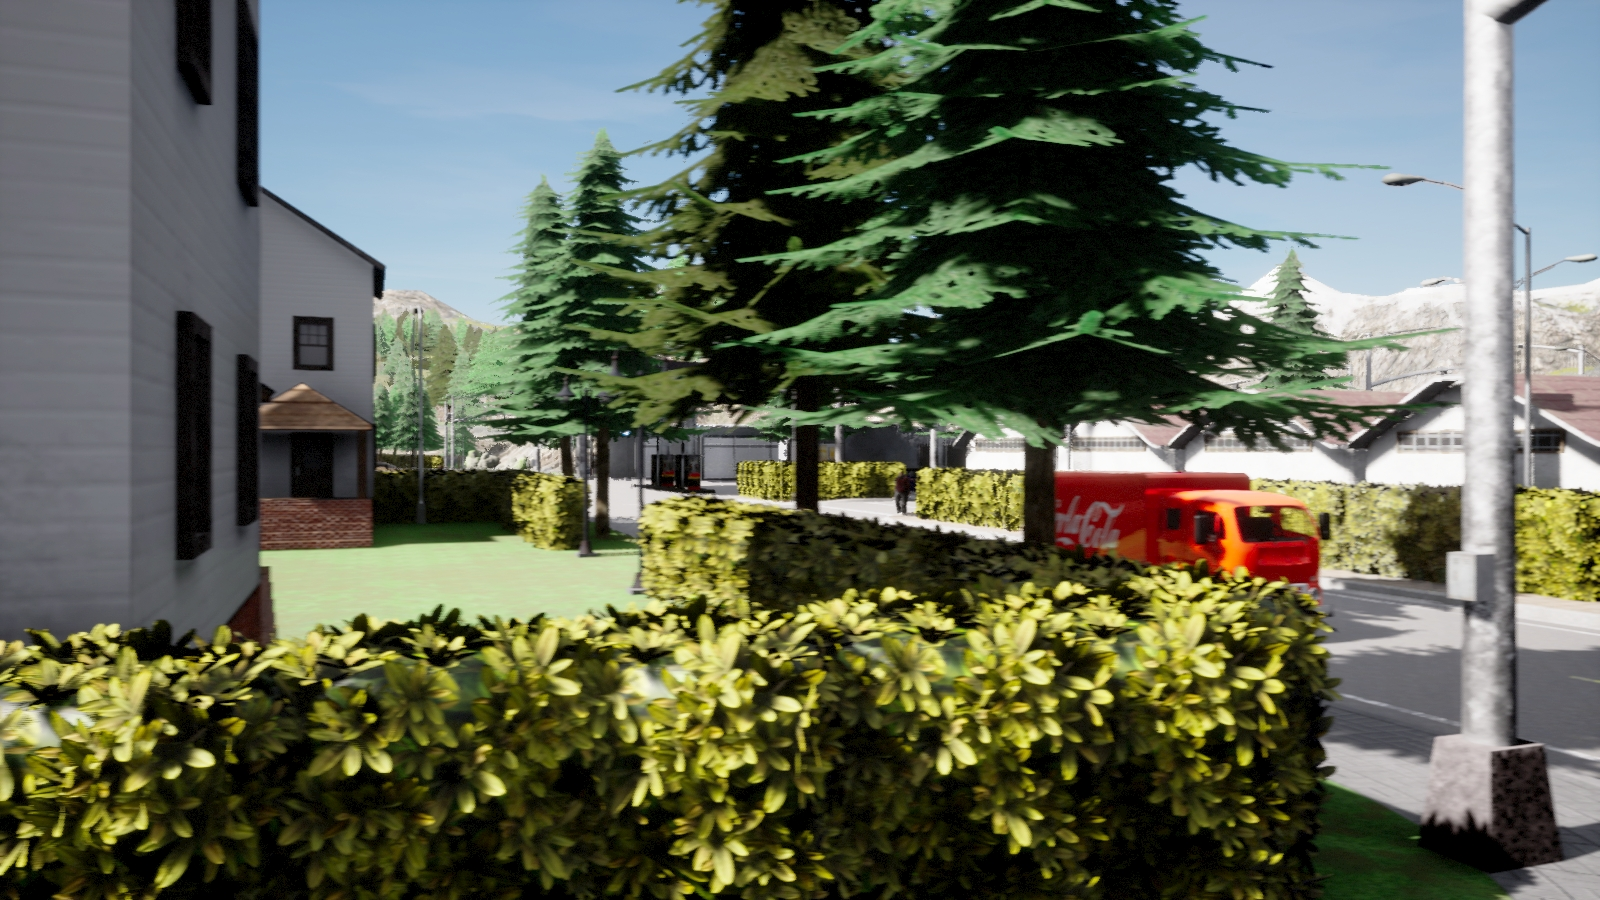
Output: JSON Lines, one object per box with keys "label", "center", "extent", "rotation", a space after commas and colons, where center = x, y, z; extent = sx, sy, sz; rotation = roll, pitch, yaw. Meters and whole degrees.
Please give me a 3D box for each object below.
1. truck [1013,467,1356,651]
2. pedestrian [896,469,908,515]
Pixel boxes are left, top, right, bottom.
{"label": "truck", "center": [6.022, 1.562, 18.767], "extent": [2.627, 2.467, 5.204], "rotation": [0, 0, -21]}
{"label": "pedestrian", "center": [4.110, 1.688, 45.990], "extent": [0.375, 1.860, 0.375], "rotation": [0, 0, 30]}
